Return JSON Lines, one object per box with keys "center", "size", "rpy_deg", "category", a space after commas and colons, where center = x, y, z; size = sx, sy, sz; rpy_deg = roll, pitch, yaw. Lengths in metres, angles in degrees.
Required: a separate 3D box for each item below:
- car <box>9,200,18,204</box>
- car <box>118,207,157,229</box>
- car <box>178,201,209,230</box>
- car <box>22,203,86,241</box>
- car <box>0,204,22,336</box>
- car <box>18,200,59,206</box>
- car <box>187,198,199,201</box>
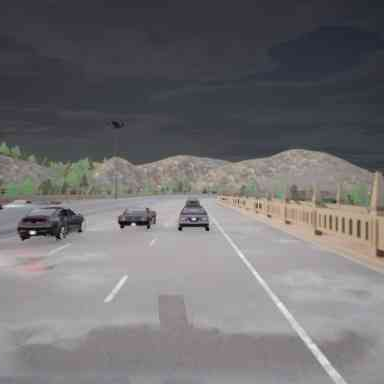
{"center": [-17.562, 1.527, 34.261], "size": [1.812, 1.442, 4.674], "rpy_deg": [0, 0, 0], "category": "car"}
{"center": [-3.399, 1.602, 21.595], "size": [1.895, 1.301, 4.718], "rpy_deg": [0, 0, 0], "category": "car"}
{"center": [0.101, 1.549, 20.854], "size": [2.033, 1.411, 5.357], "rpy_deg": [0, 0, 0], "category": "car"}
{"center": [-6.898, 1.505, 16.818], "size": [1.837, 1.490, 4.892], "rpy_deg": [0, 0, 0], "category": "car"}
{"center": [-3.400, 1.221, 1.688], "size": [2.150, 2.045, 5.566], "rpy_deg": [0, 0, 0], "category": "car"}
{"center": [-14.072, 1.493, 31.766], "size": [2.128, 1.511, 4.902], "rpy_deg": [0, 0, 0], "category": "car"}
{"center": [0.102, 1.507, 42.652], "size": [1.837, 1.490, 4.892], "rpy_deg": [0, 0, 0], "category": "car"}
